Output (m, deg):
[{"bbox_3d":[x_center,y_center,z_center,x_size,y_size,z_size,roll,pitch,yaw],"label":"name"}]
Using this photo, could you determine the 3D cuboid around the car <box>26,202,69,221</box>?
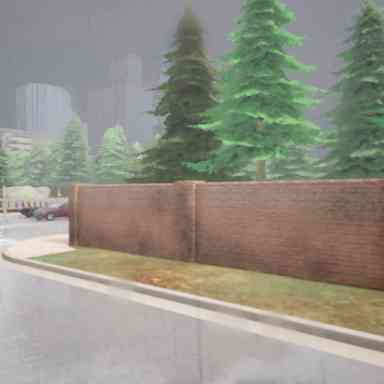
[{"bbox_3d":[-10.853,1.564,27.739,1.812,1.442,4.674,0,0,35],"label":"car"}]

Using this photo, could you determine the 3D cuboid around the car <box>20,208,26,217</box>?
[{"bbox_3d":[-13.121,1.645,30.596,1.895,1.301,4.718,0,0,35],"label":"car"}]
